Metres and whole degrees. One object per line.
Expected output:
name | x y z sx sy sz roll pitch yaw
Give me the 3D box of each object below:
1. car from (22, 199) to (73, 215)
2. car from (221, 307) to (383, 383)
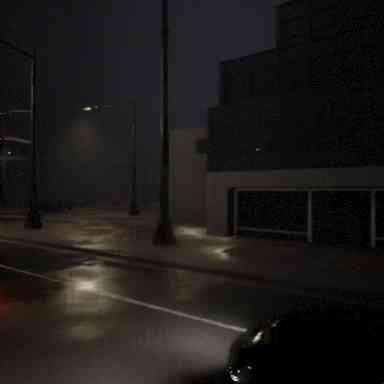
car | -14.336 1.470 33.269 1.837 1.490 4.892 0 0 36
car | 2.512 1.505 2.205 4.892 1.490 1.837 0 0 36
